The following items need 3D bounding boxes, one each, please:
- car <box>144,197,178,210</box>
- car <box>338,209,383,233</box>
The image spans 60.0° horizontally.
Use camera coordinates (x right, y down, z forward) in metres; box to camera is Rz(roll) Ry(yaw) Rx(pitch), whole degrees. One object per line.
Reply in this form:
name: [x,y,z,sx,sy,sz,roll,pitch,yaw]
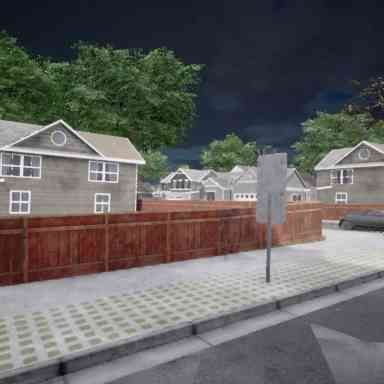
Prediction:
car: [-3.849,1.612,38.616,2.150,2.045,5.566,3,-2,-37]
car: [10.505,1.669,18.650,1.994,1.385,4.181,3,-2,-36]
